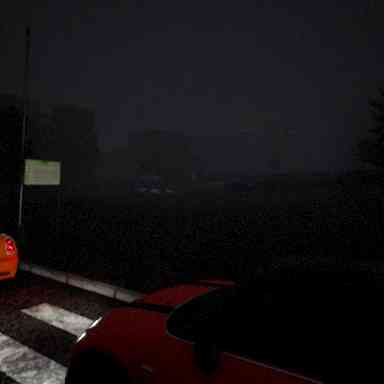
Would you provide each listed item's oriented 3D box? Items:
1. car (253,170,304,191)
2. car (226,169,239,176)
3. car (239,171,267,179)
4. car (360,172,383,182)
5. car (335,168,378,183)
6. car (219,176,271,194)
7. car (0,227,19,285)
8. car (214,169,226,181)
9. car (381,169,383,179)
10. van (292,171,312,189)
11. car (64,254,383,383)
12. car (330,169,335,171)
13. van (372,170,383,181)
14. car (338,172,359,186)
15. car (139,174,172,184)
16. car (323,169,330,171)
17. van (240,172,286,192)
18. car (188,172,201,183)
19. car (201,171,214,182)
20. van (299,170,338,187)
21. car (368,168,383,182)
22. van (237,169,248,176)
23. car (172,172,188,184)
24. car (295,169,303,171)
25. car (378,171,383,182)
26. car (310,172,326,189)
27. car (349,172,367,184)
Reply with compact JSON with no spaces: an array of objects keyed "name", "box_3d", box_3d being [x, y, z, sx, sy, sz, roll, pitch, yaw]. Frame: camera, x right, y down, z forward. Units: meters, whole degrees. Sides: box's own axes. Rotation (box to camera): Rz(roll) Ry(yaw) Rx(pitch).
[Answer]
[{"name":"car","box_3d":[10.828,-1.244,42.518,5.566,2.045,2.435,5,8,32]},{"name":"car","box_3d":[5.291,-2.896,60.210,5.008,1.535,2.097,3,6,30]},{"name":"car","box_3d":[12.055,-3.419,65.839,5.008,1.535,2.097,3,6,30]},{"name":"car","box_3d":[34.167,-2.748,61.308,5.366,1.575,1.946,5,8,30]},{"name":"car","box_3d":[27.380,-2.449,55.492,5.566,2.045,2.435,5,7,31]},{"name":"car","box_3d":[6.129,-0.651,38.854,5.008,1.535,2.097,5,7,32]},{"name":"car","box_3d":[-6.090,1.174,7.854,4.553,1.767,2.097,2,1,36]},{"name":"car","box_3d":[3.059,-2.843,58.286,4.553,1.767,2.185,3,6,30]},{"name":"car","box_3d":[41.289,-3.494,66.870,5.566,2.045,2.435,5,7,30]},{"name":"van","box_3d":[13.113,-1.396,44.409,4.442,1.987,1.878,5,8,32]},{"name":"car","box_3d":[1.009,1.343,2.724,4.553,1.767,2.097,1,1,35]},{"name":"car","box_3d":[32.417,-4.938,82.598,5.008,1.535,2.097,3,6,31]},{"name":"van","box_3d":[36.743,-3.124,63.034,4.442,1.987,1.878,5,7,30]},{"name":"car","box_3d":[22.653,-1.850,51.778,4.892,1.521,2.231,5,8,31]},{"name":"car","box_3d":[-5.998,-1.976,50.760,4.674,1.452,2.002,3,6,30]},{"name":"car","box_3d":[30.169,-4.906,80.714,4.553,1.767,2.185,3,6,30]},{"name":"van","box_3d":[8.595,-1.037,40.608,4.442,1.987,1.878,5,7,32]},{"name":"car","box_3d":[-1.459,-2.491,54.508,4.553,1.767,2.185,3,6,30]},{"name":"car","box_3d":[0.749,-2.515,56.443,4.792,1.488,2.163,3,6,30]},{"name":"van","box_3d":[18.040,-1.723,47.988,4.442,1.987,1.878,5,7,32]},{"name":"car","box_3d":[32.046,-2.802,59.277,5.566,2.045,2.435,5,7,30]},{"name":"van","box_3d":[7.450,-3.300,62.122,4.442,1.987,1.878,3,6,30]},{"name":"car","box_3d":[-3.714,-2.161,52.637,4.792,1.488,2.163,3,6,30]},{"name":"car","box_3d":[21.096,-4.110,73.297,4.892,1.521,2.231,3,6,30]},{"name":"car","box_3d":[29.691,-2.377,57.425,4.892,1.521,2.231,5,7,30]},{"name":"car","box_3d":[15.550,-1.462,46.227,4.553,1.767,2.185,5,7,32]},{"name":"car","box_3d":[25.024,-1.995,53.644,4.792,1.488,2.163,5,7,31]}]
